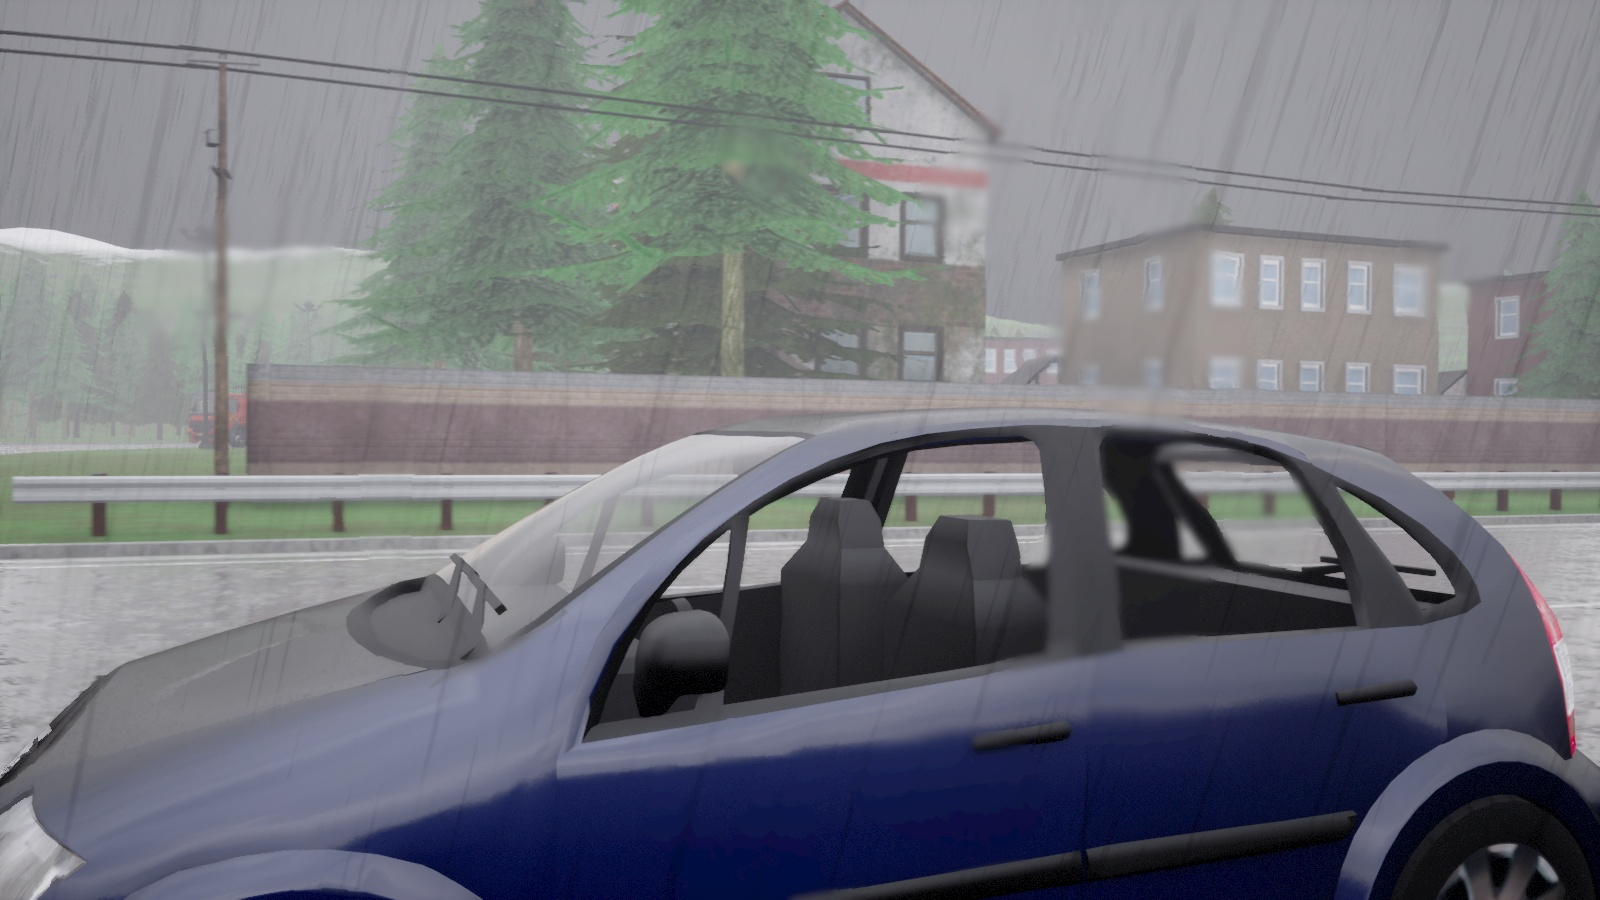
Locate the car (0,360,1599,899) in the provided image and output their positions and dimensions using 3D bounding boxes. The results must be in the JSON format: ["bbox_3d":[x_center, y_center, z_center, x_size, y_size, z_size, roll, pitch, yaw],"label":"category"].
[{"bbox_3d":[0.072,0.642,3.265,3.988,1.617,1.851,-1,1,-21],"label":"car"}]

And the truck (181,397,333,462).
[{"bbox_3d":[-33.553,-1.273,77.962,2.891,3.827,8.468,0,1,32],"label":"truck"}]
